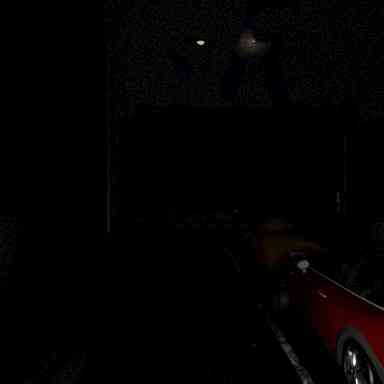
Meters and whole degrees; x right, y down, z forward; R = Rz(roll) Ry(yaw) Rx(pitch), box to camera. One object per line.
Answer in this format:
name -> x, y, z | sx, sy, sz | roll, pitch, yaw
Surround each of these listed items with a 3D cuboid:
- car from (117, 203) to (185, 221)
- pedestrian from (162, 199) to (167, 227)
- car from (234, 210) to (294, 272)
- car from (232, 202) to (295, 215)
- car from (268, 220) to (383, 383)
car -> -3.207, 1.549, 26.514 | 5.357, 1.411, 2.033 | 0, 0, 0
pedestrian -> -1.786, 1.303, 21.212 | 0.375, 1.860, 0.375 | 0, 0, 0
car -> 2.639, 1.529, 10.585 | 1.752, 1.417, 4.829 | 0, 0, 0
car -> 6.254, 1.551, 29.499 | 5.357, 1.411, 2.033 | 0, 0, 0
car -> 2.642, 1.441, 4.977 | 1.967, 1.590, 4.097 | 0, 0, 0
